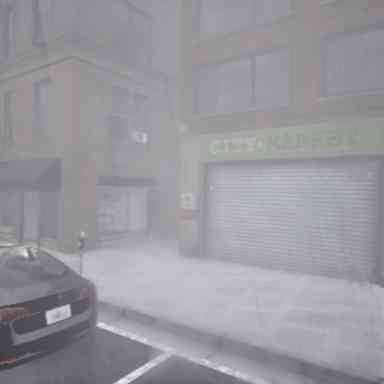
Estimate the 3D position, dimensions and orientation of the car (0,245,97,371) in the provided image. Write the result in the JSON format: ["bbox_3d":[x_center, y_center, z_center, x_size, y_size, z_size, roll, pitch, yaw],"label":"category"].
[{"bbox_3d":[-3.344,1.543,5.335,4.313,1.339,1.947,0,1,36],"label":"car"}]
